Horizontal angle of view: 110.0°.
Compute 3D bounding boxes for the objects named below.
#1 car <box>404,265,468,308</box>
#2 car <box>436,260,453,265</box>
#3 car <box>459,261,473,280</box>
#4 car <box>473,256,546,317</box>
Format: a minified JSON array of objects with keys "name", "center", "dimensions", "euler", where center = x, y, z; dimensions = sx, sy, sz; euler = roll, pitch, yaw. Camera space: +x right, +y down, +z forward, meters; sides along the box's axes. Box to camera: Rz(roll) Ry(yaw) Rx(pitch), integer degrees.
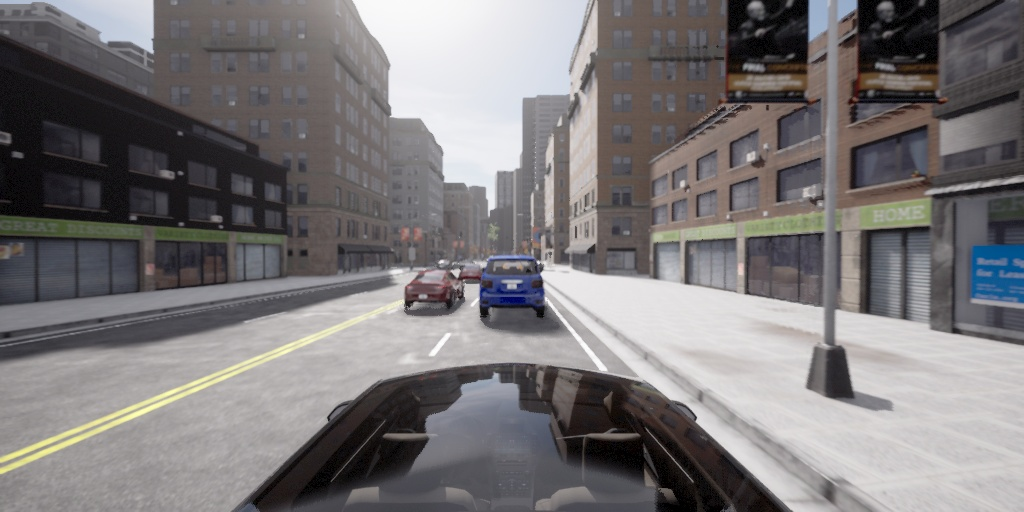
[{"name":"car","center":[-3.208,1.305,15.298],"dimensions":[1.812,1.442,4.674],"euler":[0,0,0]},{"name":"car","center":[-9.829,1.309,52.377],"dimensions":[2.128,1.511,4.902],"euler":[0,0,0]},{"name":"car","center":[-3.220,1.364,29.929],"dimensions":[1.994,1.385,4.181],"euler":[0,0,1]},{"name":"car","center":[0.025,0.999,13.453],"dimensions":[2.150,2.045,5.566],"euler":[0,0,1]}]
